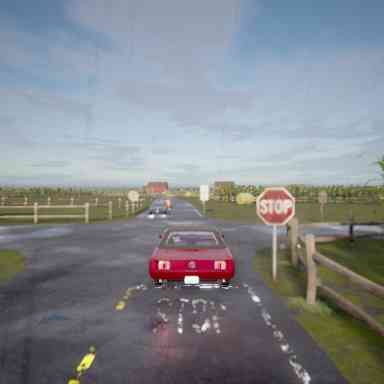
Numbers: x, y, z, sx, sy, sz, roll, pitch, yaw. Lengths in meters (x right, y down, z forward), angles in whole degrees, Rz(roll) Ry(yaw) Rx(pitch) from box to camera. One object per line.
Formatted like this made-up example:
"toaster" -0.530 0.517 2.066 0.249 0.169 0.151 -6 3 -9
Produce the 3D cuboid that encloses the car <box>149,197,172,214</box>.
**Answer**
"car" -3.556 1.557 35.809 2.033 1.411 5.357 0 0 -2

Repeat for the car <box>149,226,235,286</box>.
"car" -0.005 1.602 9.372 1.895 1.301 4.718 0 0 0

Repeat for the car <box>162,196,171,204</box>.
"car" -5.000 1.525 65.599 1.837 1.490 4.892 0 0 -4
